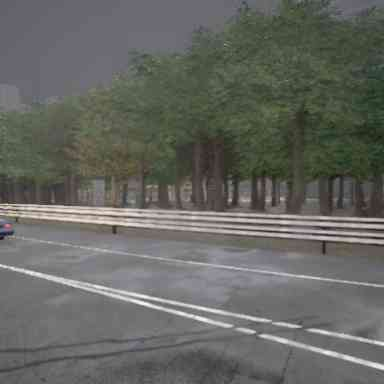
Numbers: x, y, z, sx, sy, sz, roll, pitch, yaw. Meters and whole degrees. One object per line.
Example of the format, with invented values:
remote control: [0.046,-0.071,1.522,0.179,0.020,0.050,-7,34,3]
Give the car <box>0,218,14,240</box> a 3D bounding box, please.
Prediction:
car: [-10.472,1.554,15.655,5.357,1.411,2.033,0,0,35]
